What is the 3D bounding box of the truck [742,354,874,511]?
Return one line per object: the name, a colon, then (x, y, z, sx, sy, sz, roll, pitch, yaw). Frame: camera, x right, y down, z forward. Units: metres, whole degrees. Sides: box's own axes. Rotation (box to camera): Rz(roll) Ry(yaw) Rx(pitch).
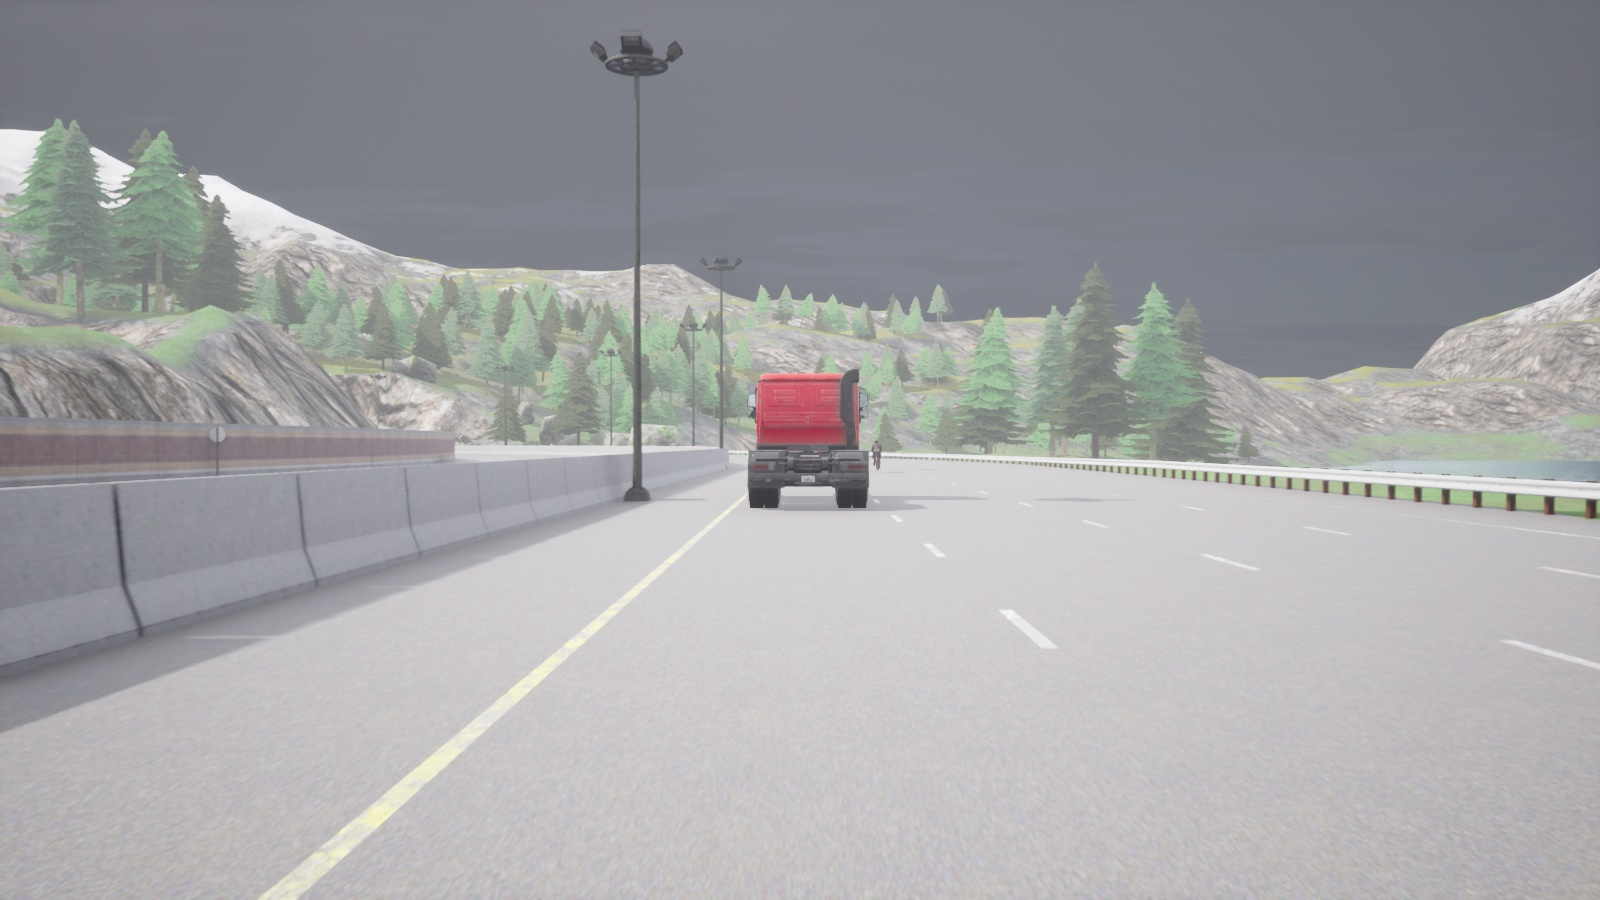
truck: (0.198, -0.414, 31.651, 2.891, 3.462, 7.936, 0, 0, 0)
